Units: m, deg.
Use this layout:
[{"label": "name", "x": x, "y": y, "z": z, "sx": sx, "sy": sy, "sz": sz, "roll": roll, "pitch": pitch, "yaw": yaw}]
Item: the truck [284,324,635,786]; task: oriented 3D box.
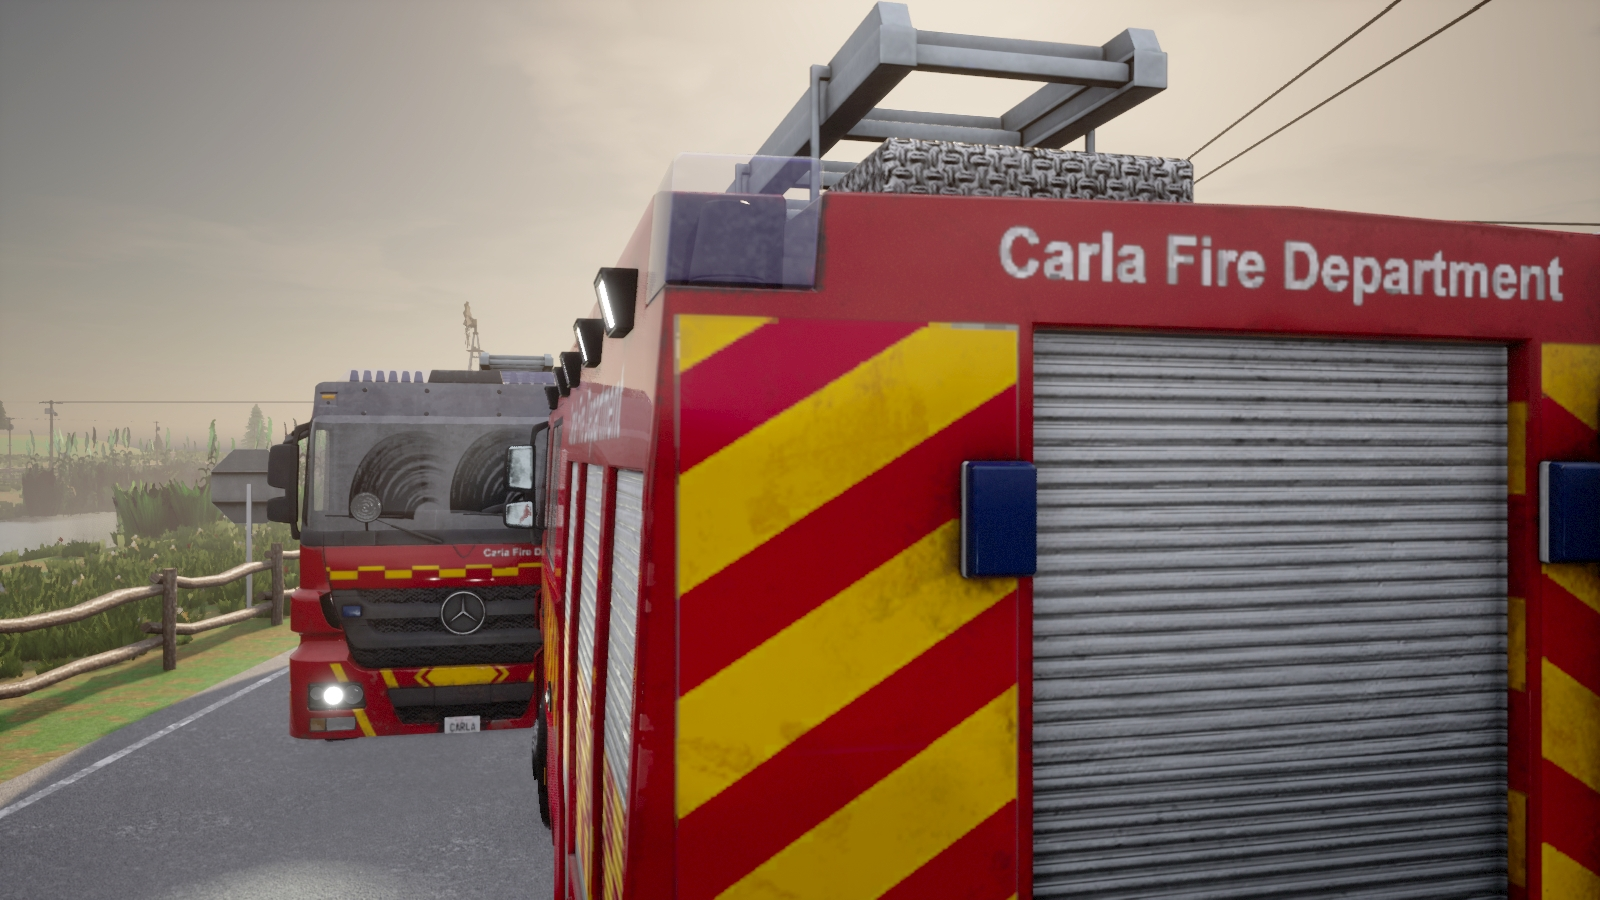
[{"label": "truck", "x": -3.898, "y": 0.862, "z": 13.923, "sx": 2.891, "sy": 3.827, "sz": 8.468, "roll": 0, "pitch": 0, "yaw": -14}]

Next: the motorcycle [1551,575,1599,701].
[{"label": "motorcycle", "x": 9.798, "y": 2.142, "z": 13.155, "sx": 1.805, "sy": 1.316, "sz": 0.856, "roll": 0, "pitch": 0, "yaw": -7}]

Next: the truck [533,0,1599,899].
[{"label": "truck", "x": -0.052, "y": 0.867, "z": 6.872, "sx": 2.891, "sy": 3.827, "sz": 8.468, "roll": 0, "pitch": 0, "yaw": -14}]
